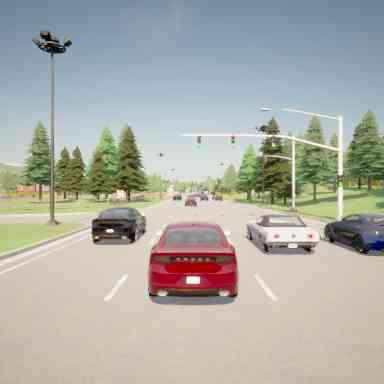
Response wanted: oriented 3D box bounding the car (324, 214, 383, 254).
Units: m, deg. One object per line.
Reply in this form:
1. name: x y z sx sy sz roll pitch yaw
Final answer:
1. car: 7.054 1.564 13.571 1.994 1.385 4.181 0 0 0

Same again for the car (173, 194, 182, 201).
1. car: -3.791 1.469 83.831 1.882 1.535 5.008 0 0 0

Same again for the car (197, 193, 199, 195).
1. car: 3.173 1.357 94.275 2.128 1.511 4.902 0 0 0

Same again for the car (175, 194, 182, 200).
1. car: -3.827 1.310 94.250 1.882 1.535 5.008 0 0 0

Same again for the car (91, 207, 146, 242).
1. car: -3.454 1.477 16.427 1.882 1.535 5.008 0 0 0

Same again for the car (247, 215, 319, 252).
1. car: 3.554 1.601 13.962 1.895 1.301 4.718 0 0 0

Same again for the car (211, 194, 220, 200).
1. car: 6.673 1.372 94.287 2.033 1.411 5.357 0 0 0

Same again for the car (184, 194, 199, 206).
1. car: -0.184 1.525 53.230 1.812 1.442 4.674 0 0 0

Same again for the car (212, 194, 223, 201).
1. car: 6.709 1.517 83.867 2.128 1.511 4.902 0 0 0

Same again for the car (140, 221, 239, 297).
1. car: 0.033 1.478 8.628 1.882 1.535 5.008 0 0 0

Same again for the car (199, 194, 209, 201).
1. car: 3.208 1.516 84.272 1.812 1.442 4.674 0 0 0
